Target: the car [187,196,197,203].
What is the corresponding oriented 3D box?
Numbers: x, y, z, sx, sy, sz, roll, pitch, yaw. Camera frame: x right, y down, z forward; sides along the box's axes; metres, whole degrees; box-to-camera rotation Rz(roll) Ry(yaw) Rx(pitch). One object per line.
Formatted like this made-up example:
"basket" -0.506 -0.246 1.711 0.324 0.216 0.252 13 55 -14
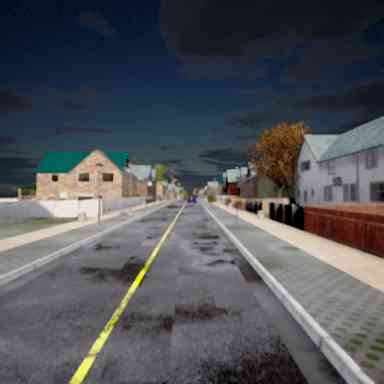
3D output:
"car" -0.022 1.595 74.512 2.097 1.767 4.553 0 0 0
